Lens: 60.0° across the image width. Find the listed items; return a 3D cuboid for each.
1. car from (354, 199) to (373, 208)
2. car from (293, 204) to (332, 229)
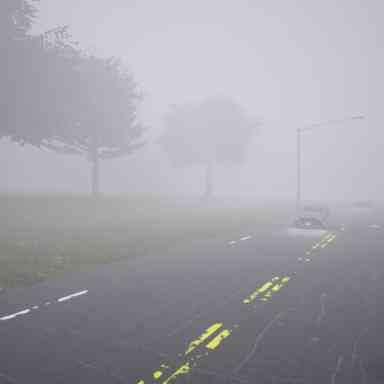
[{"bbox_3d":[24.698,1.605,47.876,1.895,1.301,4.718,0,0,37],"label":"car"},{"bbox_3d":[8.203,1.532,22.218,2.033,1.411,5.357,0,0,29],"label":"car"}]
